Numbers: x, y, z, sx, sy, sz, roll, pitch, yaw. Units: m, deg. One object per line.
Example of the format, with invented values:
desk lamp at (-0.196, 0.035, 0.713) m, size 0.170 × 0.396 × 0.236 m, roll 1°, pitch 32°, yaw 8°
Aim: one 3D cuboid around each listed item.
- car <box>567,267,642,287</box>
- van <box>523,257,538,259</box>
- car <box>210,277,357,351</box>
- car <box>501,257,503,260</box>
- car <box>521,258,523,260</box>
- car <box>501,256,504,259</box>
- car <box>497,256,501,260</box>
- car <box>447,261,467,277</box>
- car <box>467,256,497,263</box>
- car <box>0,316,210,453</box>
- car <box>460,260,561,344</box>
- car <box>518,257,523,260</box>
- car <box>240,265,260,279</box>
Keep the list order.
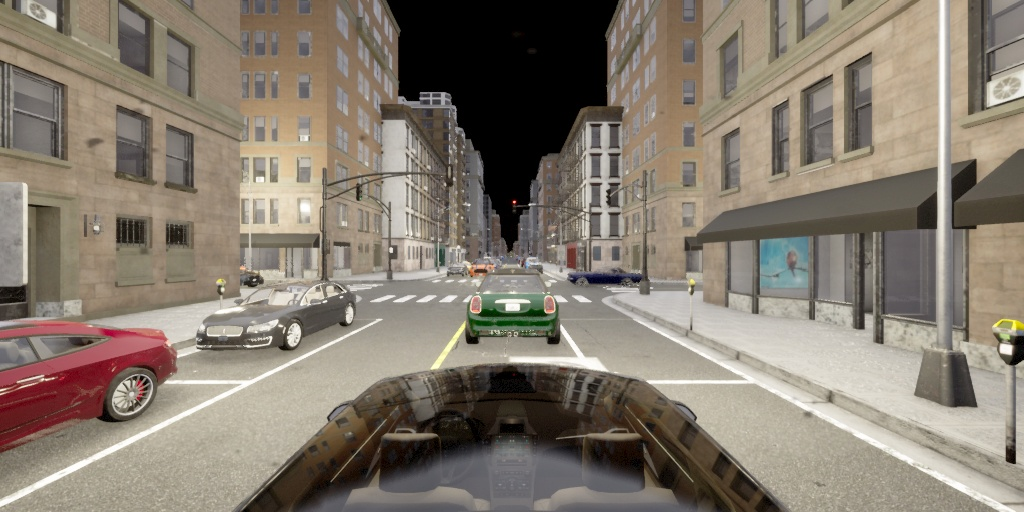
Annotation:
car at (6.098, 1.389, 24.093) m, size 4.718 × 1.301 × 1.895 m, roll 0°, pitch 0°, yaw 0°
van at (2.626, 1.086, 46.559) m, size 1.690 × 1.789 × 3.998 m, roll 0°, pitch 0°, yaw 0°
car at (-5.391, 1.300, 8.867) m, size 2.007 × 1.370 × 4.403 m, roll 0°, pitch 0°, yaw 0°
car at (-2.841, 1.250, 54.766) m, size 1.837 × 1.490 × 4.892 m, roll 0°, pitch 0°, yaw 0°
car at (2.626, 1.327, 51.966) m, size 1.802 × 1.307 × 4.207 m, roll 0°, pitch 0°, yaw 0°
car at (-2.824, 1.270, 65.041) m, size 1.812 × 1.442 × 4.674 m, roll 0°, pitch 0°, yaw 1°
car at (-2.852, 1.098, 44.607) m, size 2.097 × 1.767 × 4.553 m, roll 0°, pitch 0°, yaw -1°
car at (-5.401, 1.297, 35.743) m, size 2.007 × 1.370 × 4.403 m, roll 0°, pitch 0°, yaw 0°
car at (-2.832, 1.099, 34.684) m, size 2.097 × 1.767 × 4.553 m, roll 0°, pitch 0°, yaw 0°
car at (-5.389, 1.332, 3.186) m, size 1.802 × 1.307 × 4.207 m, roll 0°, pitch 0°, yaw 0°
car at (0.038, 1.102, 9.711) m, size 2.097 × 1.767 × 4.553 m, roll 0°, pitch 0°, yaw 1°
car at (2.625, 1.059, 62.778) m, size 2.192 × 1.841 × 5.009 m, roll 0°, pitch 0°, yaw 0°
car at (-17.150, 1.224, 21.099) m, size 4.181 × 1.385 × 1.994 m, roll 0°, pitch 0°, yaw 0°
